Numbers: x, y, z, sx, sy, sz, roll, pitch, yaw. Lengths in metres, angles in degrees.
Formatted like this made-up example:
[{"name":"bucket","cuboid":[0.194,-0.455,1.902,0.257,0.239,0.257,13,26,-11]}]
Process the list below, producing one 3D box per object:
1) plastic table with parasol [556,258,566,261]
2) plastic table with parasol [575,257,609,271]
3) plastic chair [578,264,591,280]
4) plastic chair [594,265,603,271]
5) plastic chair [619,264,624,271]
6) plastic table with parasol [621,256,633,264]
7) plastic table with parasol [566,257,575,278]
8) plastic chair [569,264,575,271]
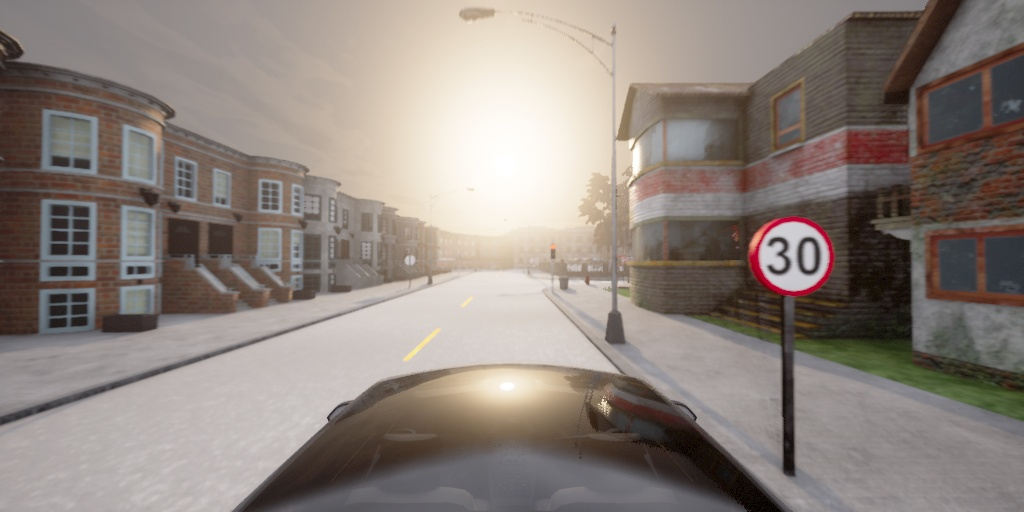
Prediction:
[{"name":"plastic table with parasol","cuboid":[10.010,1.499,63.744,2.482,2.480,2.482,0,0,-38]},{"name":"plastic table with parasol","cuboid":[10.062,1.343,45.165,2.482,2.480,2.482,0,0,-40]},{"name":"plastic chair","cuboid":[9.031,1.937,44.421,0.730,1.272,0.750,0,0,-40]},{"name":"plastic chair","cuboid":[10.964,1.934,44.192,0.750,1.272,0.730,0,0,-35]},{"name":"plastic chair","cuboid":[14.261,1.932,45.423,0.730,1.272,0.750,0,0,-40]},{"name":"plastic table with parasol","cuboid":[15.292,1.326,46.167,2.482,2.480,2.482,0,0,-40]},{"name":"plastic table with parasol","cuboid":[9.620,1.371,49.655,2.482,2.480,2.482,0,0,-40]},{"name":"plastic chair","cuboid":[8.590,1.961,48.911,0.730,1.272,0.750,0,0,-40]}]
